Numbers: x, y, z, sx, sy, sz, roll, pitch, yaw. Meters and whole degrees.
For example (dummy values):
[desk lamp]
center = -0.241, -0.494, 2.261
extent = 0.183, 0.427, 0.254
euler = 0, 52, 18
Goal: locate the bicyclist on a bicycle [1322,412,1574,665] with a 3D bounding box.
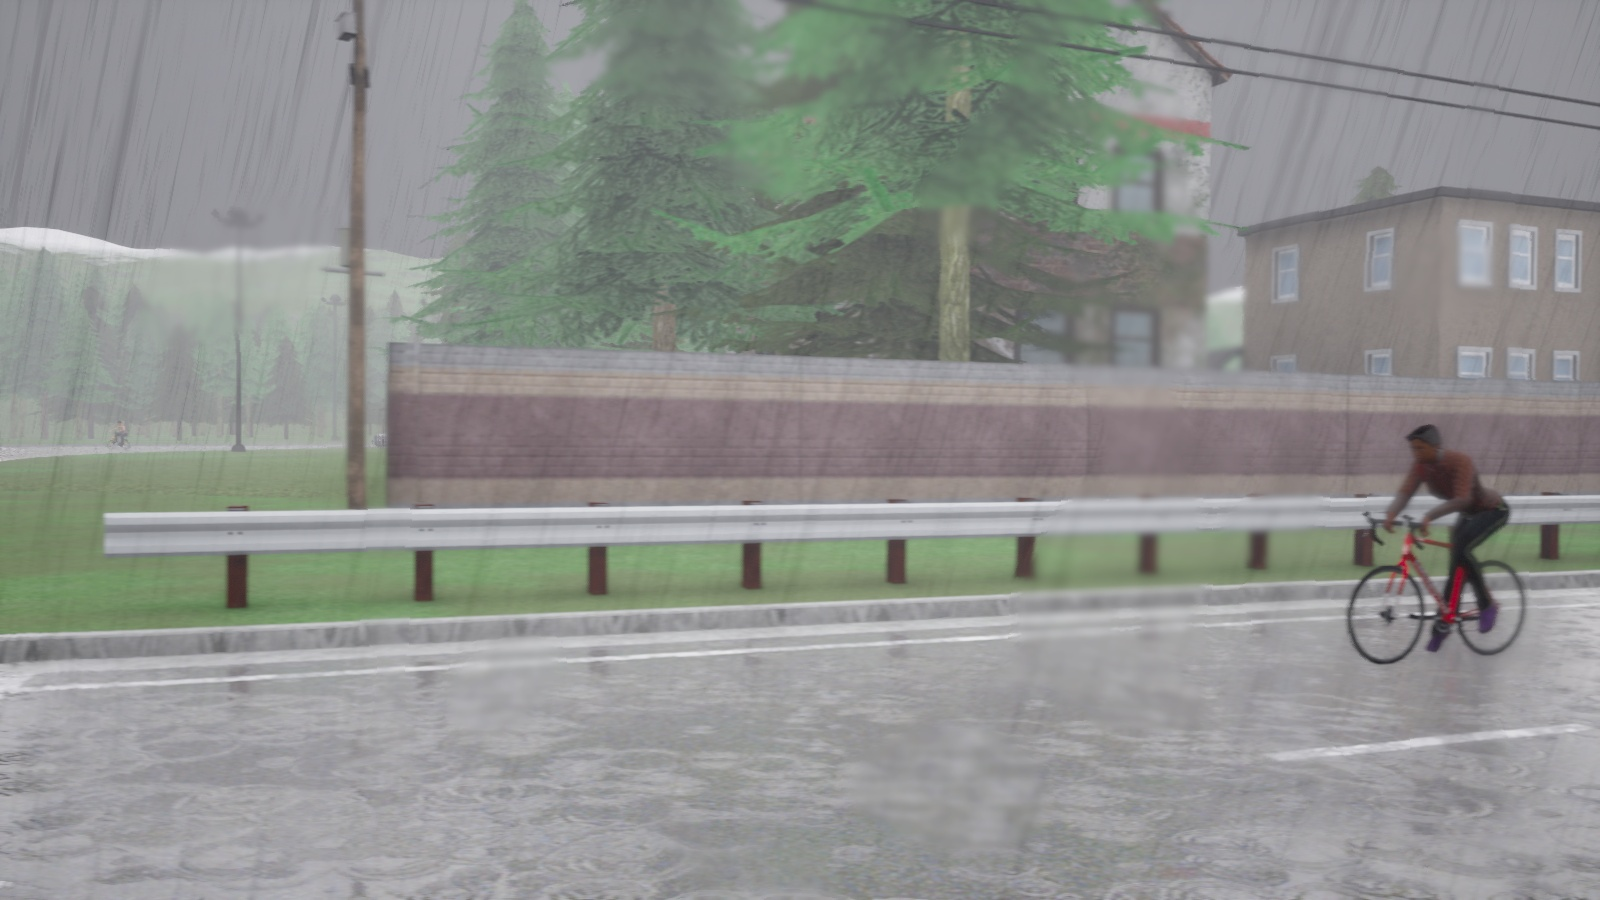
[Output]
[bicyclist on a bicycle]
center = 4.476, 0.560, 8.669
extent = 1.656, 1.620, 0.582
euler = -1, 1, -21

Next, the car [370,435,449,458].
[car]
center = -25.632, -0.256, 82.572
extent = 1.812, 1.442, 4.674
euler = 0, 1, 45
